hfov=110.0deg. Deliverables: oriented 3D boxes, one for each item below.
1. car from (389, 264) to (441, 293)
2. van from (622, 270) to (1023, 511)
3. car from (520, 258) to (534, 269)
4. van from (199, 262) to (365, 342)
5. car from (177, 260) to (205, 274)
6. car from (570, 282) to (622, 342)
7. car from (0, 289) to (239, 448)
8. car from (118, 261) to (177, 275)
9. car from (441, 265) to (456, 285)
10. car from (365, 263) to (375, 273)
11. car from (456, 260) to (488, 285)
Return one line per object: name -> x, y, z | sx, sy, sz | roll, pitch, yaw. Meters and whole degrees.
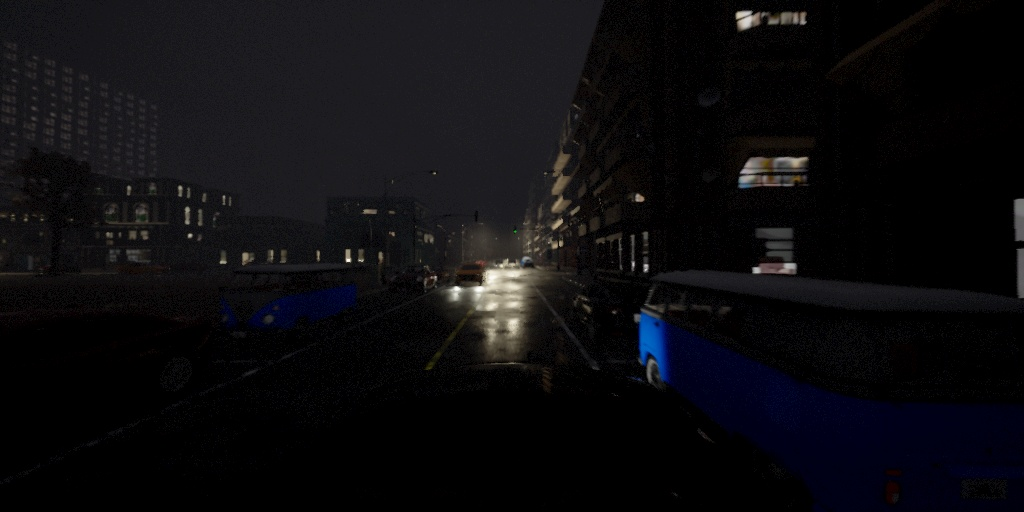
car -> -5.648, 1.223, 20.805 | 1.967, 1.591, 4.097 | 0, 0, 0
van -> 2.693, 1.094, 3.897 | 1.690, 1.789, 3.998 | 0, 0, 0
car -> 2.716, 1.372, 58.968 | 2.007, 1.370, 4.403 | 0, 0, 0
van -> -5.653, 1.106, 9.513 | 1.690, 1.789, 3.998 | 0, 0, 0
car -> -42.890, 1.394, 47.046 | 5.009, 1.841, 2.192 | 0, 0, 1
car -> 2.695, 1.330, 9.543 | 1.948, 1.339, 4.313 | 0, 0, 0
car -> -5.655, 1.300, 3.867 | 1.888, 1.381, 4.507 | 0, 0, 0
car -> -42.218, 1.461, 41.224 | 5.008, 1.535, 1.882 | 0, -1, 1
car -> -5.646, 1.337, 26.451 | 1.888, 1.381, 4.507 | 0, 0, 0
car -> -19.695, 1.517, 46.764 | 4.403, 1.370, 2.007 | 0, 0, 1
car -> -3.015, 1.269, 26.942 | 1.882, 1.535, 5.008 | 0, 0, 0
